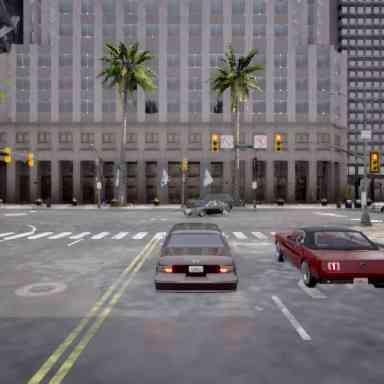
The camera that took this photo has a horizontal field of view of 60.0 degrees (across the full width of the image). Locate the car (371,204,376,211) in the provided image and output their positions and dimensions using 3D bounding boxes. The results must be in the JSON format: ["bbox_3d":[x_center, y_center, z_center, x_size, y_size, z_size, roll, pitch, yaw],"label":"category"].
[{"bbox_3d":[22.880,1.526,37.818,4.674,1.442,1.812,0,0,0],"label":"car"}]

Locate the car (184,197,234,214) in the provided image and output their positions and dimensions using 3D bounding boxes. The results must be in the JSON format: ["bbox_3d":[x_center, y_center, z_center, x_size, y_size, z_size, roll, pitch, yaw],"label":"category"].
[{"bbox_3d":[1.377,1.491,29.891,4.902,1.511,2.128,0,0,-44],"label":"car"}]

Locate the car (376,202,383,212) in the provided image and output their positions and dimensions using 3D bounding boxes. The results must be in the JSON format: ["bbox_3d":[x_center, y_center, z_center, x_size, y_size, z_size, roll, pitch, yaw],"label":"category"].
[{"bbox_3d":[22.522,1.547,34.329,5.357,1.411,2.033,0,0,0],"label":"car"}]

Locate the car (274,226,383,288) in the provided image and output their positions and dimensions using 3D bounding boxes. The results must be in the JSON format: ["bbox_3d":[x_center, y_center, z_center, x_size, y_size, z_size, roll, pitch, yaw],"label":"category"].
[{"bbox_3d":[3.641,1.601,9.257,1.895,1.301,4.718,0,0,2],"label":"car"}]

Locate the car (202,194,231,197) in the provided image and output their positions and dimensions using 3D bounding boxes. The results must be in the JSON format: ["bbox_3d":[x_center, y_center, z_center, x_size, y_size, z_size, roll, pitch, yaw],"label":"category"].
[{"bbox_3d":[2.002,1.222,37.923,5.566,2.045,2.150,0,0,0],"label":"car"}]

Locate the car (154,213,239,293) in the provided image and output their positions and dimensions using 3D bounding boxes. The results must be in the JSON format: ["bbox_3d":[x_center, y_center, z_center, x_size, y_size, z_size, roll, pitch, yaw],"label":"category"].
[{"bbox_3d":[0.095,1.547,8.989,2.033,1.411,5.357,0,0,0],"label":"car"}]
